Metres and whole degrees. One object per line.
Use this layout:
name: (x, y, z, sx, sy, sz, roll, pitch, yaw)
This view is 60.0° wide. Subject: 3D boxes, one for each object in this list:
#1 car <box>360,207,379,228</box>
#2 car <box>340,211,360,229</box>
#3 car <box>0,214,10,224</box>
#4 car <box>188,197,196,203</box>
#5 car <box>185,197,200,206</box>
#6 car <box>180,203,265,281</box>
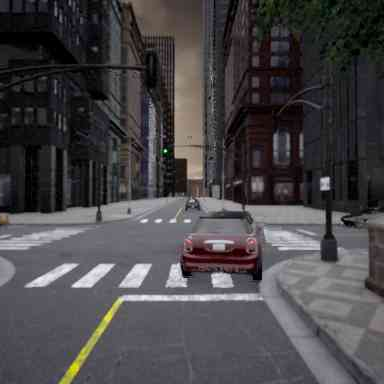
car: (12.853, 1.545, 19.247, 4.902, 1.511, 2.128, 0, -1, 0)
car: (12.061, 1.676, 21.915, 4.313, 1.339, 1.947, 0, -1, 0)
car: (-14.774, 1.659, 22.059, 4.829, 1.417, 1.752, 0, -1, 0)
car: (-0.013, 1.753, 74.751, 1.812, 1.442, 4.674, 0, 0, 0)
car: (0.091, 1.622, 43.522, 1.812, 1.442, 4.674, 0, 0, 0)
car: (1.129, 1.352, 10.190, 2.097, 1.767, 4.553, -1, 0, 13)
